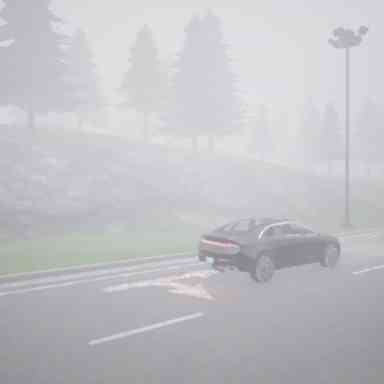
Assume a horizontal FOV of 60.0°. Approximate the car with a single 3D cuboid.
[{"bbox_3d":[2.418,1.504,9.772,4.902,1.511,2.128,0,0,-35],"label":"car"}]
